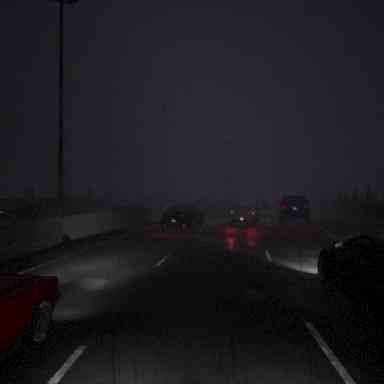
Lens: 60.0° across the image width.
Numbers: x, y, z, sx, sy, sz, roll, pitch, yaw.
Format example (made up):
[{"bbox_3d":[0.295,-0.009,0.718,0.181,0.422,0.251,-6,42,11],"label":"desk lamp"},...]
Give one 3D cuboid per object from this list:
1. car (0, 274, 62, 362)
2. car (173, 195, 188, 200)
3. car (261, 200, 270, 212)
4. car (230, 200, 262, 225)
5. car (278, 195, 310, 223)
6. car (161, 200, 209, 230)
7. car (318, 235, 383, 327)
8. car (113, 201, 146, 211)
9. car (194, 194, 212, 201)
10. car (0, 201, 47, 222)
[{"bbox_3d":[-3.195,1.592,3.459,1.895,1.301,4.718,0,0,3],"label":"car"},{"bbox_3d":[-2.297,1.478,67.364,2.097,1.767,4.553,0,0,16],"label":"car"},{"bbox_3d":[8.636,1.657,41.366,2.033,1.411,5.357,0,0,16],"label":"car"},{"bbox_3d":[3.900,1.565,24.344,1.812,1.442,4.674,0,0,15],"label":"car"},{"bbox_3d":[7.964,1.275,26.062,2.150,2.045,5.566,0,0,15],"label":"car"},{"bbox_3d":[-0.456,1.500,21.463,1.882,1.535,5.008,0,0,14],"label":"car"},{"bbox_3d":[4.110,1.577,6.953,1.994,1.385,4.181,0,0,5],"label":"car"},{"bbox_3d":[-7.068,1.657,37.963,1.895,1.301,4.718,0,0,16],"label":"car"},{"bbox_3d":[1.921,1.387,56.596,2.150,2.045,5.566,0,-1,16],"label":"car"},{"bbox_3d":[-13.828,1.483,26.686,1.882,1.535,5.008,0,0,15],"label":"car"}]
